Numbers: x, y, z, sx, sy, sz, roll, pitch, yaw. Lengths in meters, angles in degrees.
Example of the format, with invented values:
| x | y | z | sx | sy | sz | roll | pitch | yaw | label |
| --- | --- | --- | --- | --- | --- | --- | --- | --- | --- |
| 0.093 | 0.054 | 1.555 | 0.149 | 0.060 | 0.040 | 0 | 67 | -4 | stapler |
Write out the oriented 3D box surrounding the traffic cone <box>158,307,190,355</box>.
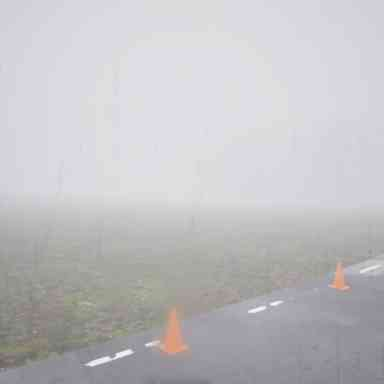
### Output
| x | y | z | sx | sy | sz | roll | pitch | yaw | label |
| --- | --- | --- | --- | --- | --- | --- | --- | --- | --- |
| -0.261 | 1.974 | 4.843 | 0.340 | 0.580 | 0.340 | 0 | 0 | -38 | traffic cone |

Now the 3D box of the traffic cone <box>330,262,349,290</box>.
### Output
| x | y | z | sx | sy | sz | roll | pitch | yaw | label |
| --- | --- | --- | --- | --- | --- | --- | --- | --- | --- |
| 3.512 | 1.972 | 7.914 | 0.340 | 0.580 | 0.340 | 0 | 0 | -41 | traffic cone |
